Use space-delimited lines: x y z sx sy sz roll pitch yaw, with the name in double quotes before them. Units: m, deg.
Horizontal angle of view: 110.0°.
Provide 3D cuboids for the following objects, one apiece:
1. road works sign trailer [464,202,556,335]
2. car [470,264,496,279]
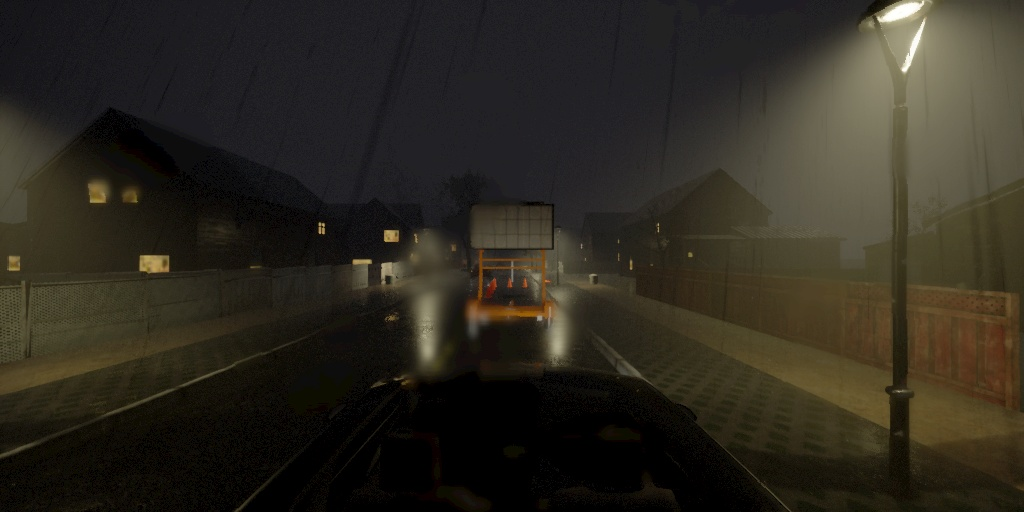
"road works sign trailer" 0.009 0.220 10.546 2.380 3.560 2.880 0 0 0
"car" -2.820 1.437 33.649 1.895 1.301 4.718 0 0 0
